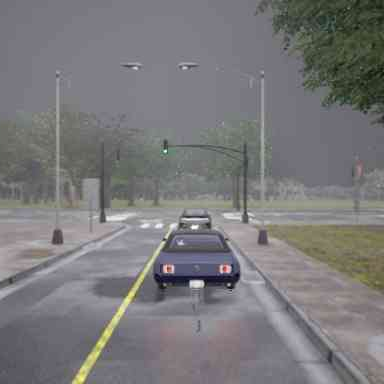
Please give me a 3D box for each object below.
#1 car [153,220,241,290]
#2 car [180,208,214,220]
[{"bbox_3d":[0.107,1.684,9.288,1.895,1.301,4.718,0,-1,0],"label":"car"},{"bbox_3d":[0.286,1.688,20.052,2.128,1.511,4.902,0,-1,3],"label":"car"}]
